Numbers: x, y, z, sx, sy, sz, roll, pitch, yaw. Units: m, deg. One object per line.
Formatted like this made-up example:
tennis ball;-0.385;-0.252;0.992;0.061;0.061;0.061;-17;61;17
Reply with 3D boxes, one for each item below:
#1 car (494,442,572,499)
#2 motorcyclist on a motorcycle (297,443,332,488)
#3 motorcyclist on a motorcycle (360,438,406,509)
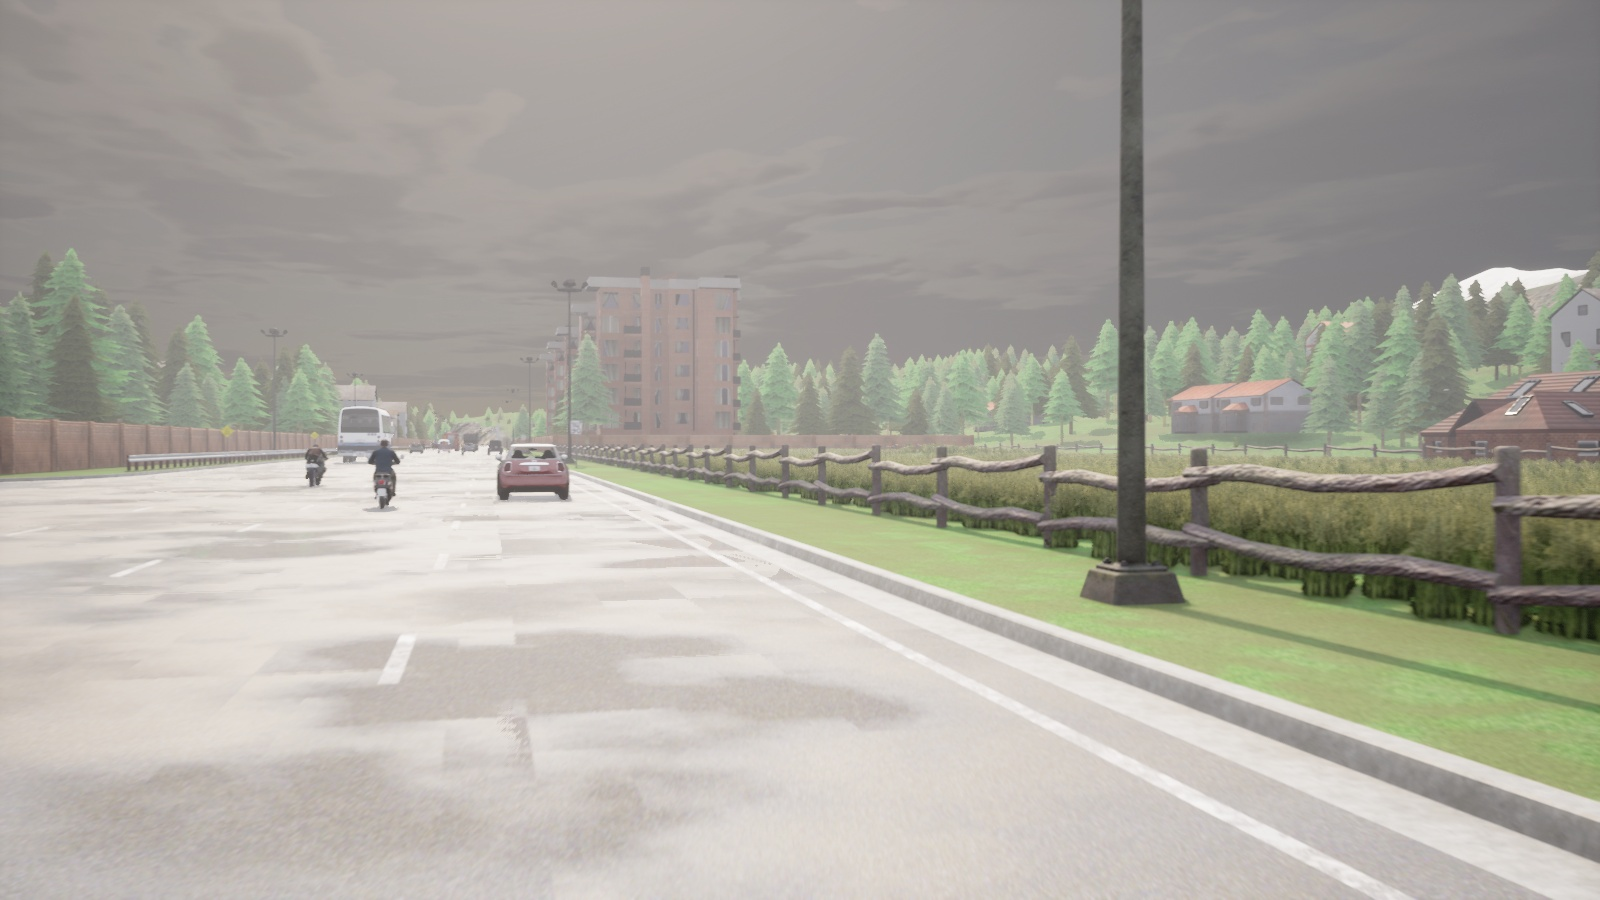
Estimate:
car;-7.399;0.511;34.554;1.970;1.475;3.806;0;0;-14
motorcyclist on a motorcycle;-16.899;0.521;43.730;0.866;1.530;2.191;0;0;-14
motorcyclist on a motorcycle;-9.641;0.528;29.076;0.866;1.590;1.817;0;0;-14
